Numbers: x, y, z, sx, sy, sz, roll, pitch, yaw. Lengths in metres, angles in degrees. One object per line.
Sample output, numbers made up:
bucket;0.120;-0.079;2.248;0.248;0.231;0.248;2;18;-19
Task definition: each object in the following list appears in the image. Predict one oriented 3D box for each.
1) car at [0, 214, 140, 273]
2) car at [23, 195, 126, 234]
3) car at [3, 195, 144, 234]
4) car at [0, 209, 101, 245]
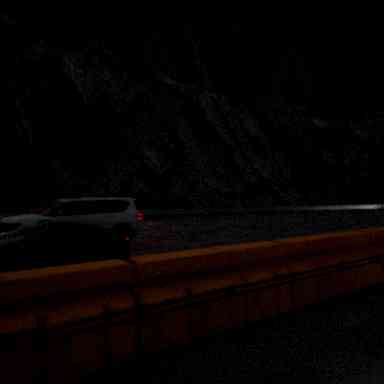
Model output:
car;-3.929;1.564;9.680;4.181;1.385;1.994;0;0;-35
car;-7.053;1.221;20.301;5.566;2.045;2.150;0;0;-34
car;-4.694;1.221;13.452;5.566;2.045;2.150;0;0;-34
car;-7.021;1.600;16.082;4.718;1.301;1.895;0;0;-35
